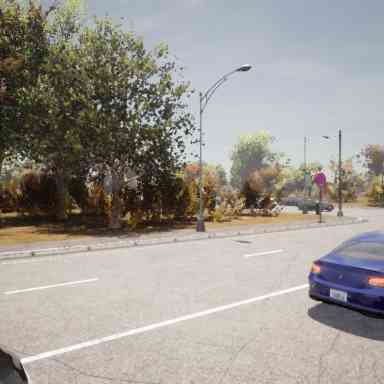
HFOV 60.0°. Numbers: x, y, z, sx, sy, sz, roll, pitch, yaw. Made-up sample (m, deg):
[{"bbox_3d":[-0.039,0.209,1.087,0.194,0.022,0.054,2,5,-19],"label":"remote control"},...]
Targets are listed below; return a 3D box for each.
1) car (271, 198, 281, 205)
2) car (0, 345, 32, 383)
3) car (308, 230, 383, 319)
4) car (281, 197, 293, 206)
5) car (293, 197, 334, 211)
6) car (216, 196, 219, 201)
[{"bbox_3d":[9.500,1.216,47.538,2.150,2.045,5.566,0,0,-33],"label":"car"},{"bbox_3d":[-3.324,1.492,1.375,4.902,1.511,2.128,0,0,-35],"label":"car"},{"bbox_3d":[4.276,1.526,6.801,4.674,1.442,1.812,0,0,-36],"label":"car"},{"bbox_3d":[15.455,1.541,51.559,2.033,1.411,5.357,0,0,-32],"label":"car"},{"bbox_3d":[14.616,1.564,39.447,1.994,1.385,4.181,0,0,-32],"label":"car"},{"bbox_3d":[3.987,1.459,56.270,1.812,1.442,4.674,0,1,-32],"label":"car"}]
